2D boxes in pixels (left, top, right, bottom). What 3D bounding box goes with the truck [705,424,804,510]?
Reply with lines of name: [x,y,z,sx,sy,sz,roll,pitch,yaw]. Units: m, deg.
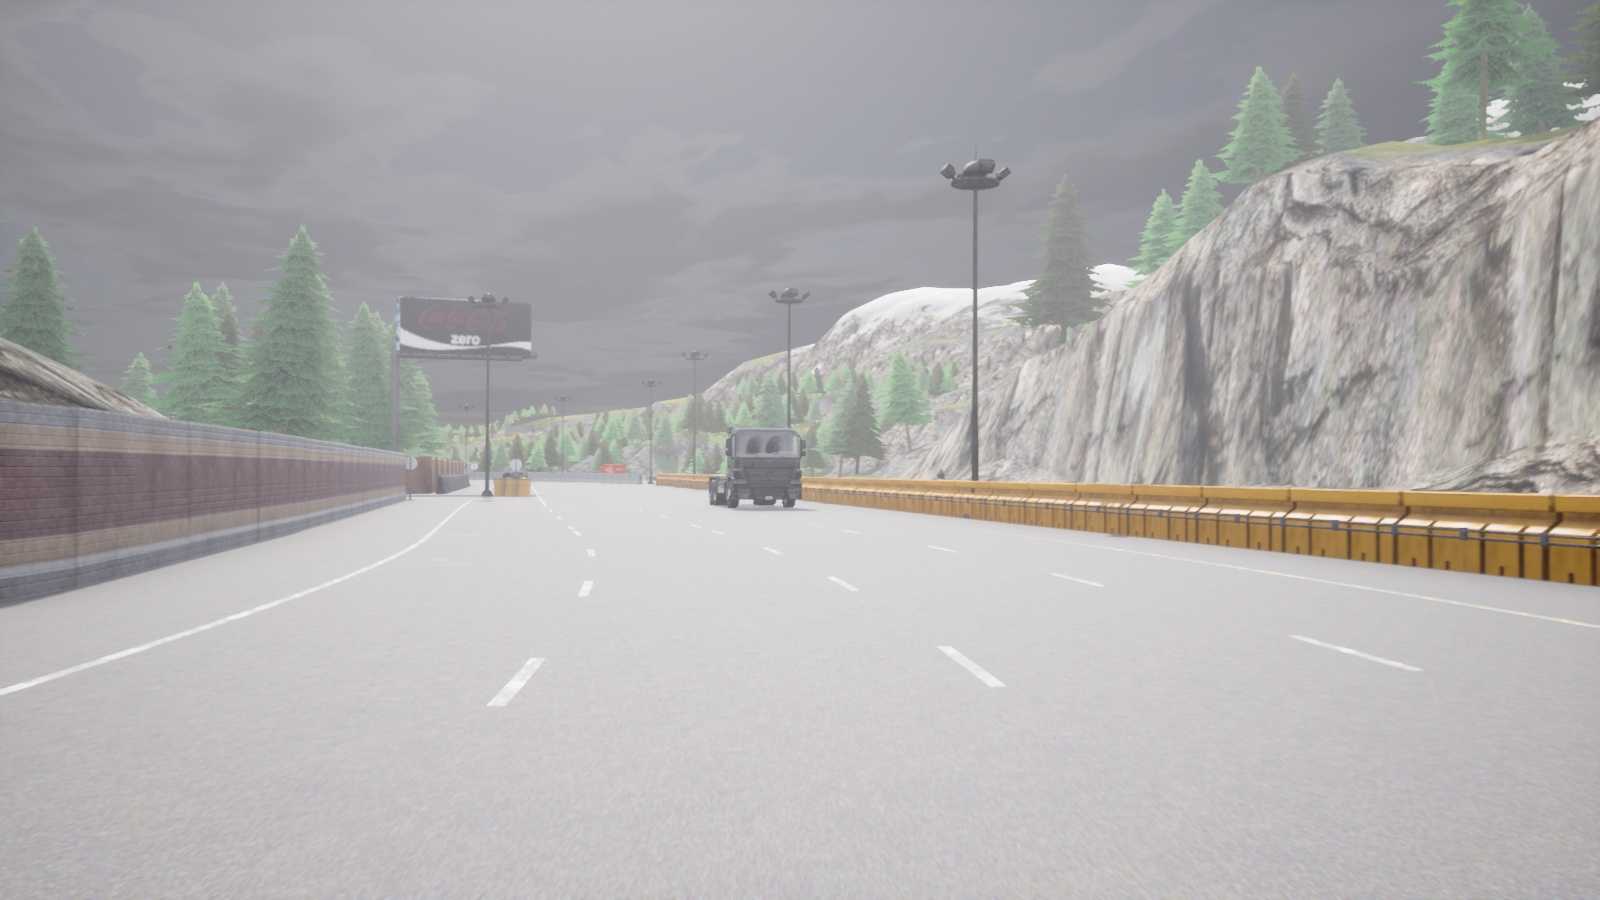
truck: [-2.139,0.761,54.919,2.891,3.462,7.936,0,-1,-13]
